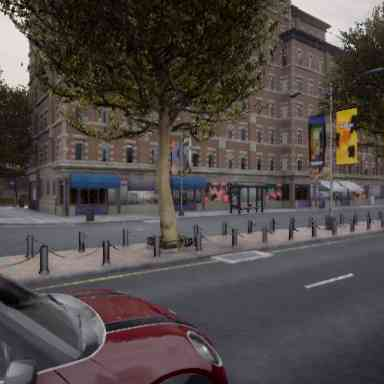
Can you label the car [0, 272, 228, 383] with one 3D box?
[{"bbox_3d":[-1.874,1.347,2.404,4.553,1.767,2.097,0,0,-35],"label":"car"}]
